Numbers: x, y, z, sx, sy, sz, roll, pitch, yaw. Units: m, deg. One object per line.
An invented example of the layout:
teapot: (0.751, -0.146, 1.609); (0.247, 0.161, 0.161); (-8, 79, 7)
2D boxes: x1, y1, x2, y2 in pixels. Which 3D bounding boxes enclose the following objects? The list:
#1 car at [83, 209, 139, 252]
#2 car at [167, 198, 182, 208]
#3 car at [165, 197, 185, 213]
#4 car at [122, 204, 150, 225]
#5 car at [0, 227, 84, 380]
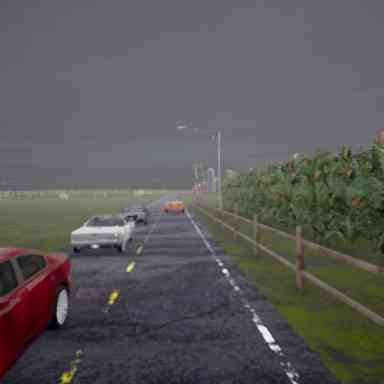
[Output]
car: (-3.566, 1.631, 14.057); (1.895, 1.301, 4.718); (-1, 0, -3)
car: (-2.568, 1.562, 49.131); (1.994, 1.385, 4.181); (-1, 0, -3)
car: (-1.943, 1.348, 37.943); (2.097, 1.767, 4.553); (-1, 0, -3)
car: (-4.113, 1.594, 24.148); (1.994, 1.385, 4.181); (-1, 0, -3)
car: (-3.017, 1.509, 4.080); (1.882, 1.535, 5.008); (-1, 0, -3)
